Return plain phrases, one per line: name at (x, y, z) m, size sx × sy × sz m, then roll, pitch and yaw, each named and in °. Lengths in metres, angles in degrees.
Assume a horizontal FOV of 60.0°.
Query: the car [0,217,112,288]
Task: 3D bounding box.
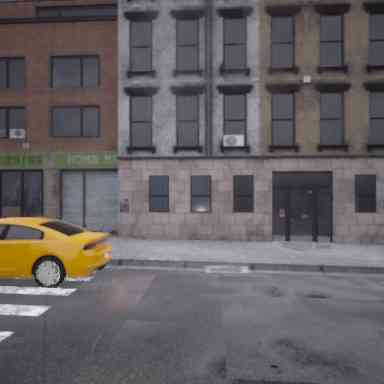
car at (-4.598, 1.393, 8.499) m, size 5.008 × 1.535 × 1.882 m, roll 1°, pitch 0°, yaw 3°
